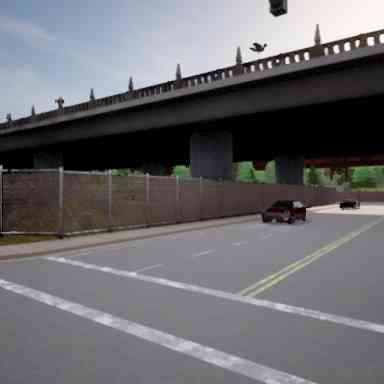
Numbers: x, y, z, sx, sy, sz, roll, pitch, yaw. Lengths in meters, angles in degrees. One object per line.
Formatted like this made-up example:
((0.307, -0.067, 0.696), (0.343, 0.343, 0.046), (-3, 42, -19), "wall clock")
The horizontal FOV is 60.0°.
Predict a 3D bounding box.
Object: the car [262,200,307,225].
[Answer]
((6.853, 1.383, 24.446), (2.097, 1.767, 4.553), (0, 0, 35), "car")

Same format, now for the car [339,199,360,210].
((21.036, 1.634, 44.402), (1.895, 1.301, 4.718), (0, 0, 35), "car")
